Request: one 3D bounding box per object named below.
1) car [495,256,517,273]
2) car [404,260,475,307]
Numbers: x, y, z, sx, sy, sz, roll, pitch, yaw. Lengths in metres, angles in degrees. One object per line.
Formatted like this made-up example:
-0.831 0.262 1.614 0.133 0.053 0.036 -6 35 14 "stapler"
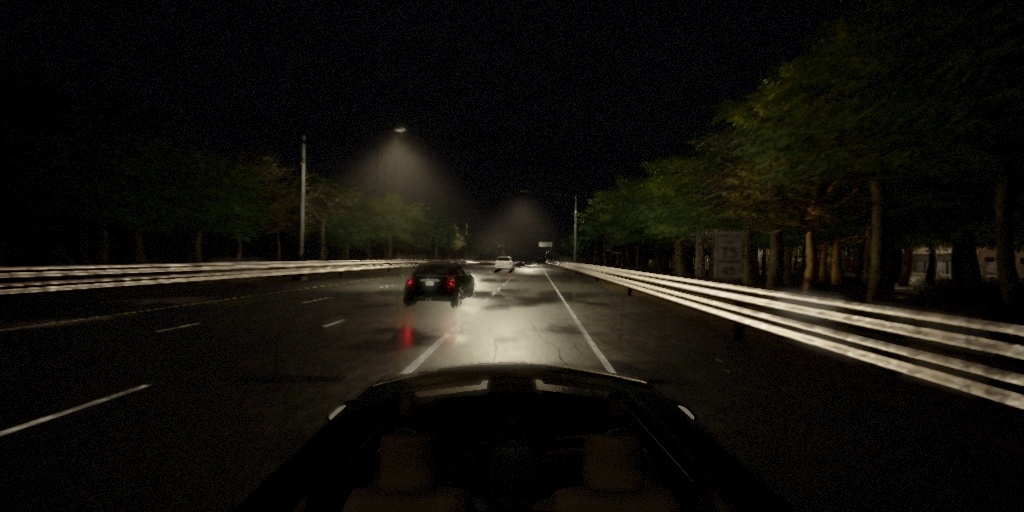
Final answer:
-0.903 1.070 46.725 2.150 2.045 5.566 1 0 4 "car"
-2.937 1.059 15.516 2.097 1.767 4.553 1 0 4 "car"
